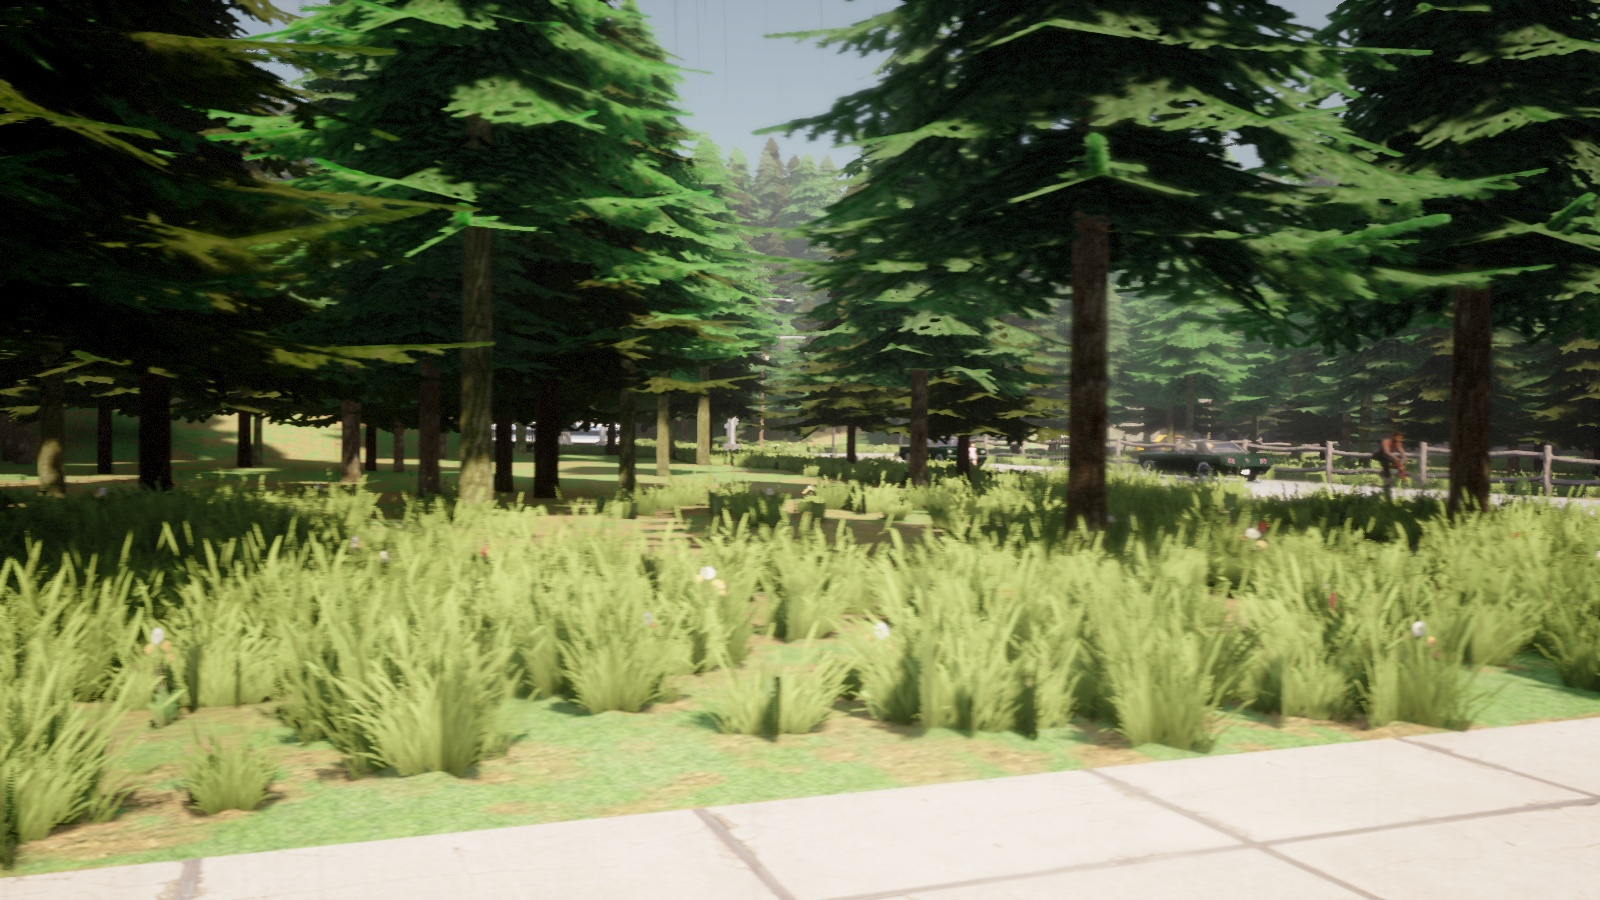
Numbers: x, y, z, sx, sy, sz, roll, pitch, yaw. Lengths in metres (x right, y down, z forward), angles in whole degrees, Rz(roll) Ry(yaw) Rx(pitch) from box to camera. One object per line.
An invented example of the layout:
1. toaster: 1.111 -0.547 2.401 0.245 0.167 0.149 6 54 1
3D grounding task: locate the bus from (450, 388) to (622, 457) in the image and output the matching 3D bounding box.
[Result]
1. bus: -17.134 -1.748 81.624 10.273 4.253 3.944 0 1 17

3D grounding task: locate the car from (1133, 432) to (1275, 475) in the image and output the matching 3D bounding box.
1. car: 13.040 0.066 40.842 1.895 1.301 4.718 -1 1 -20

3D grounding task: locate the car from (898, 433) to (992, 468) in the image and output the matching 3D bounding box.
1. car: 5.796 -0.017 50.755 1.895 1.301 4.718 -1 1 -20

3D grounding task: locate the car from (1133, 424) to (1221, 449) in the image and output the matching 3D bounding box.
1. car: 24.497 -0.859 81.796 5.366 1.575 1.801 0 1 12

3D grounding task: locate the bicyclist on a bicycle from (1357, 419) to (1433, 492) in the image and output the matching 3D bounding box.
1. bicyclist on a bicycle: 13.637 0.100 28.837 0.582 1.620 1.656 -1 1 -19

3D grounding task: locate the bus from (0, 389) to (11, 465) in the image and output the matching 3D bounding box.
1. bus: -49.682 -1.185 68.651 3.944 4.253 10.273 -1 1 41
